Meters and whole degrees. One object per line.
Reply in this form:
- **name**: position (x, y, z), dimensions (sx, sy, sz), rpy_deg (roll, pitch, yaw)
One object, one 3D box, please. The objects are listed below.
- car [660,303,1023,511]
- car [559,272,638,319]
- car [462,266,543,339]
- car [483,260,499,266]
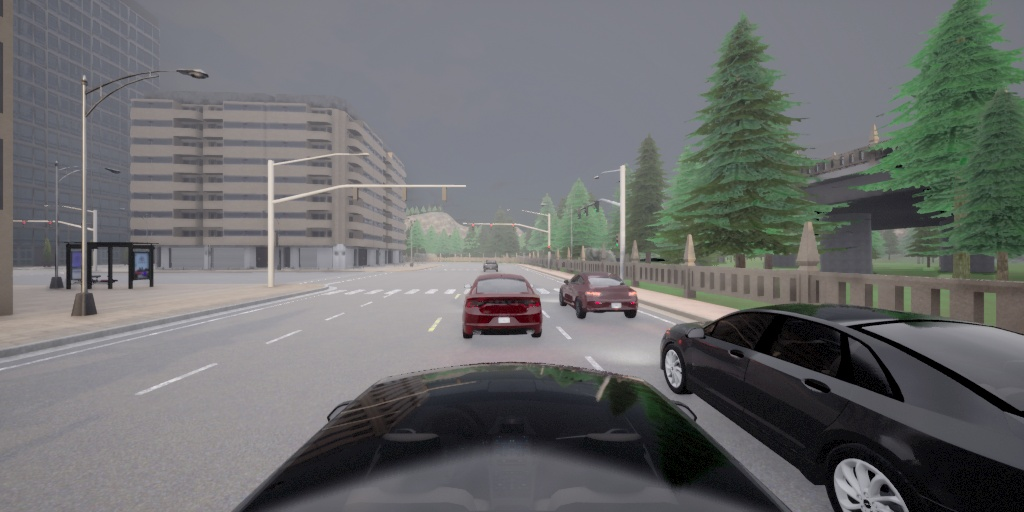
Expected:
- **car**: position (3.257, 1.255, 3.763), dimensions (1.837, 1.490, 4.892), rpy_deg (0, 0, 0)
- **car**: position (2.920, 1.276, 12.753), dimensions (1.812, 1.442, 4.674), rpy_deg (0, 0, -3)
- **car**: position (-0.342, 1.228, 10.178), dimensions (1.882, 1.535, 5.008), rpy_deg (0, 0, -4)
- **car**: position (-2.720, 1.242, 45.919), dimensions (2.128, 1.511, 4.902), rpy_deg (0, 0, -4)
